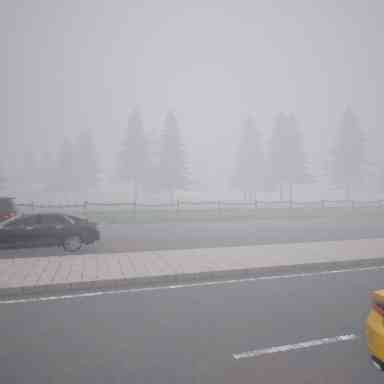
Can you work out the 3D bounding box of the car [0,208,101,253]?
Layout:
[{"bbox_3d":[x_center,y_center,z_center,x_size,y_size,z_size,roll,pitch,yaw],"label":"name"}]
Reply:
[{"bbox_3d":[-6.024,1.505,12.728,4.892,1.490,1.837,0,0,-18],"label":"car"}]

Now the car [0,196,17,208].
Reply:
[{"bbox_3d":[-10.725,1.221,14.890,5.566,2.045,2.150,0,0,-17],"label":"car"}]

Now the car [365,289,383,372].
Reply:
[{"bbox_3d":[4.465,1.478,3.869,5.008,1.535,1.882,0,0,-18],"label":"car"}]
